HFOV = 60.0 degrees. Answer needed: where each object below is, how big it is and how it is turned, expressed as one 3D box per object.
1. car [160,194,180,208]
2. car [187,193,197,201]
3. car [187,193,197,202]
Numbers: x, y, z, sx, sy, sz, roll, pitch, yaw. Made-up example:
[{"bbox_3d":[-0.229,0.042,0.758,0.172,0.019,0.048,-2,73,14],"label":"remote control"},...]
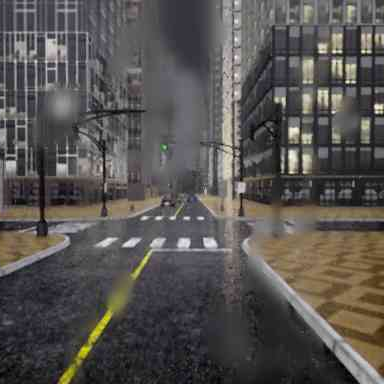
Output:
[{"bbox_3d":[-3.101,1.293,43.557,2.128,1.511,4.902,0,0,0],"label":"car"},{"bbox_3d":[-0.029,1.030,74.794,2.097,1.767,4.553,0,0,0],"label":"car"},{"bbox_3d":[-0.026,1.249,64.808,1.812,1.442,4.674,0,0,0],"label":"car"}]
